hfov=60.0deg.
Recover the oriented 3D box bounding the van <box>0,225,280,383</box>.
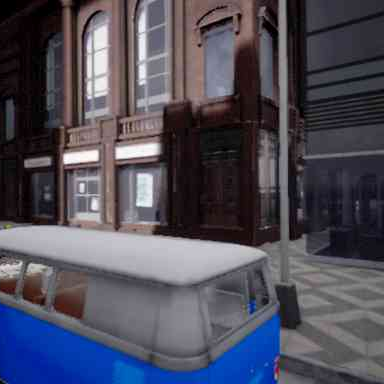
[{"bbox_3d":[-1.069,1.341,3.624,3.998,1.788,1.690,0,-1,36],"label":"van"}]
